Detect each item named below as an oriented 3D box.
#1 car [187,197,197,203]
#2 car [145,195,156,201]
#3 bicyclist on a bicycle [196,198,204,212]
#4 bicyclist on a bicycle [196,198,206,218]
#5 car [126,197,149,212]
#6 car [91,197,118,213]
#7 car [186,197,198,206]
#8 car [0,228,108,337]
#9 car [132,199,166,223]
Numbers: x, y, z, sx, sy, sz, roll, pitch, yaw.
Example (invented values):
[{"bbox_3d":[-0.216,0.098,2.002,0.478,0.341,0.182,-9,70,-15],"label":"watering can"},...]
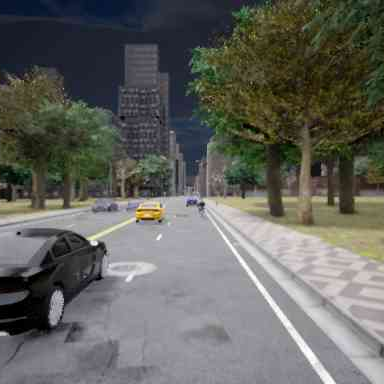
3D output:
[{"bbox_3d":[-0.015,1.763,74.577,1.994,1.385,4.181,0,0,0],"label":"car"},{"bbox_3d":[-9.765,1.398,78.880,1.994,1.385,4.181,0,0,0],"label":"car"},{"bbox_3d":[0.886,1.504,38.573,0.866,1.612,1.509,0,0,0],"label":"bicyclist on a bicycle"},{"bbox_3d":[0.888,1.414,29.155,0.659,1.776,1.843,0,0,0],"label":"bicyclist on a bicycle"},{"bbox_3d":[-6.596,1.596,39.550,1.812,1.442,4.674,0,0,0],"label":"car"},{"bbox_3d":[-9.847,1.417,37.822,2.097,1.767,4.553,0,0,0],"label":"car"},{"bbox_3d":[0.070,1.610,57.464,1.882,1.535,5.008,0,0,0],"label":"car"},{"bbox_3d":[-3.151,1.481,6.867,1.882,1.535,5.008,0,0,0],"label":"car"},{"bbox_3d":[-3.155,1.514,26.015,1.882,1.535,5.008,0,0,0],"label":"car"}]
